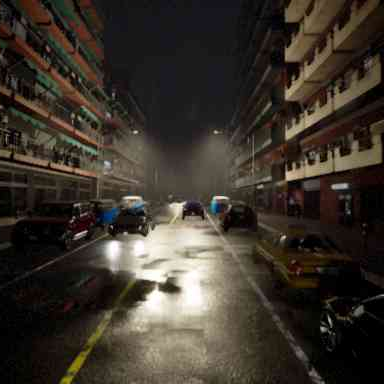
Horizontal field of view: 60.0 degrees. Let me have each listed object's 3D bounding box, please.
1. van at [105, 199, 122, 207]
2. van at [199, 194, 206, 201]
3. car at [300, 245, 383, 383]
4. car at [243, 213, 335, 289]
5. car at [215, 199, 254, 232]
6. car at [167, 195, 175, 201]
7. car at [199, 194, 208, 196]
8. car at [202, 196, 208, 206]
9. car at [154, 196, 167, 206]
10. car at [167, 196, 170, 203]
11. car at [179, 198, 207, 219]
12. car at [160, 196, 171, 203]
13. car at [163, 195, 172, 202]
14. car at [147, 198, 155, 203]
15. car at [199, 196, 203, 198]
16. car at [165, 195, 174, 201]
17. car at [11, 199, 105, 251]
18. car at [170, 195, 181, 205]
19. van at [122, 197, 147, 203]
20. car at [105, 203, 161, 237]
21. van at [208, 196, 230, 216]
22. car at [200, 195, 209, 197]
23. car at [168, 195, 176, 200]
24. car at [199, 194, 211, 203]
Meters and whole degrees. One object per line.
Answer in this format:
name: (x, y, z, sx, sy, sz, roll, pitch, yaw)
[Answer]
van: (-5.666, 1.343, 20.063, 1.690, 1.788, 3.998, 1, 0, 0)
van: (2.731, 1.366, 88.338, 1.690, 1.788, 3.998, 1, 0, 0)
car: (2.705, 1.566, 3.068, 1.947, 1.339, 4.313, 1, 0, 0)
car: (2.707, 1.525, 8.922, 1.752, 1.417, 4.829, 1, 0, 0)
car: (2.712, 1.440, 20.121, 1.967, 1.590, 4.097, 1, 0, 0)
car: (-5.619, 1.551, 88.110, 1.752, 1.417, 4.829, 1, 0, 0)
car: (2.723, 1.453, 65.599, 1.967, 1.590, 4.097, 1, 0, 0)
car: (2.717, 1.588, 48.545, 1.802, 1.307, 4.206, 1, 0, 0)
car: (-5.626, 1.450, 54.172, 1.967, 1.590, 4.097, 1, 0, 0)
car: (-5.627, 1.578, 59.856, 1.947, 1.339, 4.313, 1, 0, 0)
car: (0.107, 1.527, 28.816, 1.812, 1.442, 4.674, 0, 0, 0)
car: (-5.624, 1.561, 71.225, 1.887, 1.381, 4.507, 1, 0, 0)
car: (-5.622, 1.545, 76.740, 1.752, 1.417, 4.829, 1, 0, 0)
car: (-5.656, 1.555, 37.118, 2.008, 1.369, 4.403, 1, 0, 0)
car: (0.113, 1.606, 45.971, 1.895, 1.301, 4.718, 0, 0, 0)
car: (-5.620, 1.567, 82.595, 1.887, 1.381, 4.507, 1, 0, 0)
car: (-5.667, 1.316, 14.379, 2.192, 1.841, 5.009, 1, 0, 0)
car: (-3.024, 1.537, 60.852, 1.812, 1.442, 4.674, 0, 0, 1)
van: (-5.669, 1.344, 31.434, 1.690, 1.788, 3.998, 1, 0, 0)
car: (-3.095, 1.548, 18.163, 2.033, 1.411, 5.357, 0, 0, 0)
van: (2.716, 1.343, 31.491, 1.690, 1.788, 3.998, 1, 0, 0)
car: (2.718, 1.574, 54.230, 1.947, 1.339, 4.313, 1, 0, 0)
car: (-5.618, 1.596, 93.964, 1.947, 1.339, 4.313, 1, 0, 0)
car: (2.728, 1.331, 71.283, 2.192, 1.841, 5.009, 1, 0, 0)
